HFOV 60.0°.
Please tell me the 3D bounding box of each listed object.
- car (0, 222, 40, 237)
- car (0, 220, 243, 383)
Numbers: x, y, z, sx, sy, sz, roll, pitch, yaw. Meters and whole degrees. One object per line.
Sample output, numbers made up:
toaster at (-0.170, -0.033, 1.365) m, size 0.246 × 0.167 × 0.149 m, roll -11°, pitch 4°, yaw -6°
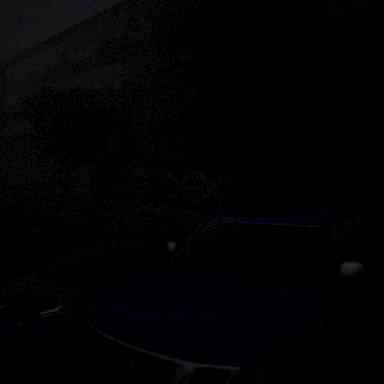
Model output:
car at (-5.702, 1.509, 9.387) m, size 2.163 × 1.488 × 4.792 m, roll 0°, pitch 0°, yaw 36°
car at (-1.188, 1.510, 6.094) m, size 2.163 × 1.488 × 4.792 m, roll 0°, pitch 0°, yaw 36°
